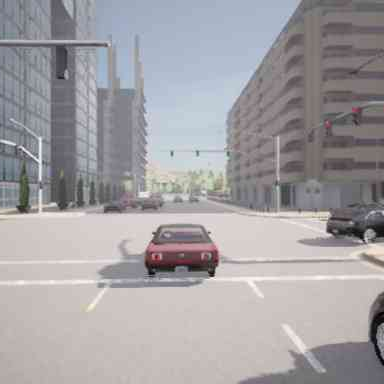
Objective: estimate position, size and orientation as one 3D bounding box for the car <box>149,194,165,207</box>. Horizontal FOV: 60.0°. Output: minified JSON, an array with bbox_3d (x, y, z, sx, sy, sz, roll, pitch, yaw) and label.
[{"bbox_3d":[-5.738,1.315,52.279,2.150,2.045,5.566,0,0,-2],"label":"car"}]

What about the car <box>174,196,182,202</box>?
[{"bbox_3d":[-3.451,1.687,82.567,1.994,1.385,4.181,0,0,-3],"label":"car"}]

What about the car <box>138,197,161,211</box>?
[{"bbox_3d":[-5.342,1.678,42.526,1.895,1.301,4.718,0,0,-2],"label":"car"}]

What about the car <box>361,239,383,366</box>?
[{"bbox_3d":[3.328,1.503,2.624,1.837,1.490,4.892,0,0,0],"label":"car"}]

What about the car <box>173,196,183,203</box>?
[{"bbox_3d":[-3.029,1.671,72.643,1.994,1.385,4.181,0,0,-2],"label":"car"}]

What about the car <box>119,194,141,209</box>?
[{"bbox_3d":[-9.050,1.314,47.371,2.150,2.045,5.566,0,0,-2],"label":"car"}]

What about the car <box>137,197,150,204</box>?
[{"bbox_3d":[-9.814,1.672,67.423,2.033,1.411,5.357,0,0,-2],"label":"car"}]

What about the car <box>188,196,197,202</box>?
[{"bbox_3d":[0.069,1.662,82.202,2.033,1.411,5.357,0,0,-2],"label":"car"}]

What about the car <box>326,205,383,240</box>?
[{"bbox_3d":[8.745,1.551,15.882,4.902,1.511,2.128,0,-1,-21],"label":"car"}]

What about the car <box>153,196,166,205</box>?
[{"bbox_3d":[-6.102,1.601,62.495,2.128,1.511,4.902,0,0,-2],"label":"car"}]

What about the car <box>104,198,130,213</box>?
[{"bbox_3d":[-8.646,1.678,37.616,1.895,1.301,4.718,0,0,-2],"label":"car"}]

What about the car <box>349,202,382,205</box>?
[{"bbox_3d":[13.695,1.571,27.050,4.892,1.490,1.837,0,0,-3],"label":"car"}]

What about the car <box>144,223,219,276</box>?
[{"bbox_3d":[-0.327,1.625,10.379,1.895,1.301,4.718,0,0,-2],"label":"car"}]

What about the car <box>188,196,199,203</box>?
[{"bbox_3d":[0.494,1.701,72.180,1.895,1.301,4.718,0,0,-2],"label":"car"}]
